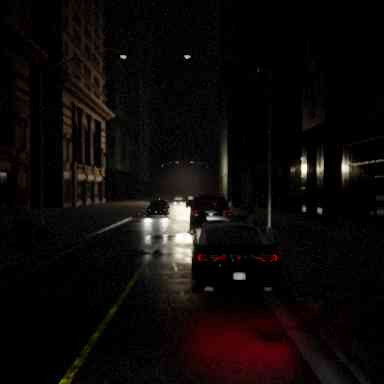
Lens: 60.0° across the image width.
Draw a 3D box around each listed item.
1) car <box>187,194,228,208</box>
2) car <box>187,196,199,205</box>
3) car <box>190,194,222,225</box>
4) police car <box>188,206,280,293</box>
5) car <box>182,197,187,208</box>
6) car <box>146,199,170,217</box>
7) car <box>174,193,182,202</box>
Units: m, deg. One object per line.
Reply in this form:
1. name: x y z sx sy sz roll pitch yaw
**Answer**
1. car: 0.940 1.197 18.899 2.150 2.045 5.566 0 0 0
2. car: 0.131 1.462 59.973 2.033 1.411 5.357 0 0 0
3. car: 0.953 1.191 24.899 2.150 2.045 5.566 0 0 0
4. police car: 0.917 1.410 8.979 1.930 1.638 5.238 0 0 0
5. car: 0.113 1.430 46.235 2.128 1.511 4.902 0 0 1
6. car: -3.033 1.465 30.371 1.837 1.490 4.892 0 0 0
7. car: -2.843 1.470 71.600 1.895 1.301 4.718 0 0 0
